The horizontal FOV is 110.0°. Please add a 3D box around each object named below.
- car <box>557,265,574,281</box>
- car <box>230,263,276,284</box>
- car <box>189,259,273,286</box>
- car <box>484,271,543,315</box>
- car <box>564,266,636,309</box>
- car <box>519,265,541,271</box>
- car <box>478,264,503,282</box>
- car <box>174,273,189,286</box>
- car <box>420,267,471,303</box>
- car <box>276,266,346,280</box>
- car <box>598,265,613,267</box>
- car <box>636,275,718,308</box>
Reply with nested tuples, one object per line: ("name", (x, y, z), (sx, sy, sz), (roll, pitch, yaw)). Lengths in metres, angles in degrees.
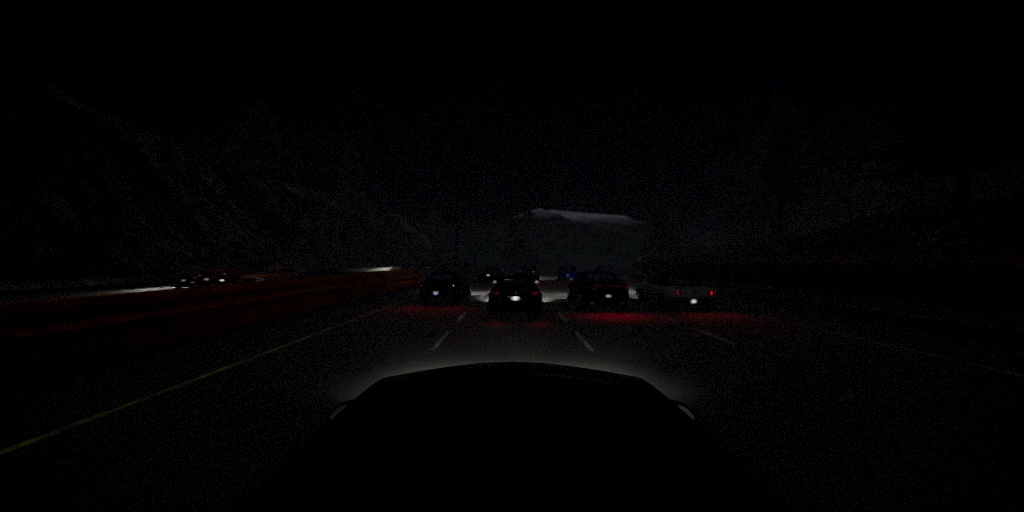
("car", (5.363, 1.595, 34.535), (1.882, 1.535, 5.008), (0, -1, 9))
("car", (-16.991, 1.499, 25.723), (1.882, 1.535, 5.008), (0, -1, 5))
("car", (-20.409, 1.259, 26.996), (2.150, 2.045, 5.566), (0, -1, 5))
("car", (0.157, 1.456, 14.383), (1.994, 1.385, 4.181), (0, -1, 1))
("car", (3.691, 1.387, 16.001), (1.882, 1.535, 5.008), (0, -1, 1))
("car", (1.601, 1.592, 32.975), (2.128, 1.511, 4.902), (0, -1, 8))
("car", (-1.823, 1.672, 33.625), (1.994, 1.385, 4.181), (0, -1, 8))
("car", (-23.786, 1.613, 28.152), (1.994, 1.385, 4.181), (0, -1, 6))
("car", (-3.260, 1.458, 17.987), (1.812, 1.442, 4.674), (0, -1, 2))
("car", (-13.533, 1.505, 25.063), (2.128, 1.511, 4.902), (0, -1, 5))
("car", (8.901, 1.595, 34.532), (1.882, 1.535, 5.008), (0, -1, 9))
("car", (7.185, 1.513, 16.288), (1.895, 1.301, 4.718), (0, -1, 1))
